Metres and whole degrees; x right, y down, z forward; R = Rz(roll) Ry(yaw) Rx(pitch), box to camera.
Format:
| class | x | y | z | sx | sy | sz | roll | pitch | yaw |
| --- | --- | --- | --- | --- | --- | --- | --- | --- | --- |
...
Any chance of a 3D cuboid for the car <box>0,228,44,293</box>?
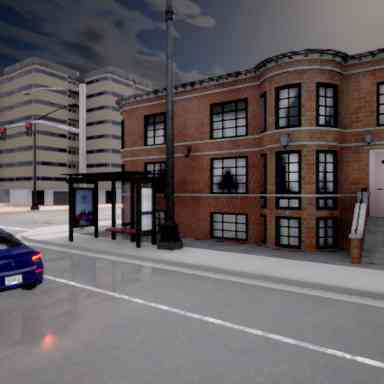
| class | x | y | z | sx | sy | sz | roll | pitch | yaw |
| --- | --- | --- | --- | --- | --- | --- | --- | --- | --- |
| car | -5.268 | 1.511 | 7.704 | 4.674 | 1.442 | 1.812 | 0 | 0 | 36 |
